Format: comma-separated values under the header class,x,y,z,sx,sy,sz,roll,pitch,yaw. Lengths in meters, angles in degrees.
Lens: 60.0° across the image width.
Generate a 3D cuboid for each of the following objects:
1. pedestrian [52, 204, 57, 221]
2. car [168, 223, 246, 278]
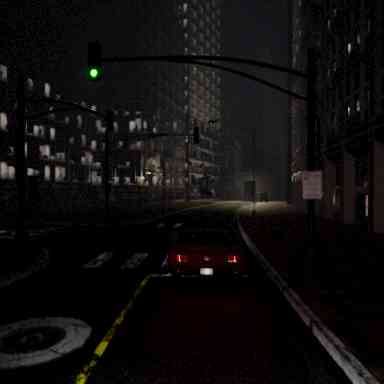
class,x,y,z,sx,sy,sz,roll,pitch,yaw
pedestrian,-9.146,1.329,22.181,0.500,1.100,0.500,0,0,17
car,0.453,1.596,10.102,1.895,1.301,4.718,0,0,3
